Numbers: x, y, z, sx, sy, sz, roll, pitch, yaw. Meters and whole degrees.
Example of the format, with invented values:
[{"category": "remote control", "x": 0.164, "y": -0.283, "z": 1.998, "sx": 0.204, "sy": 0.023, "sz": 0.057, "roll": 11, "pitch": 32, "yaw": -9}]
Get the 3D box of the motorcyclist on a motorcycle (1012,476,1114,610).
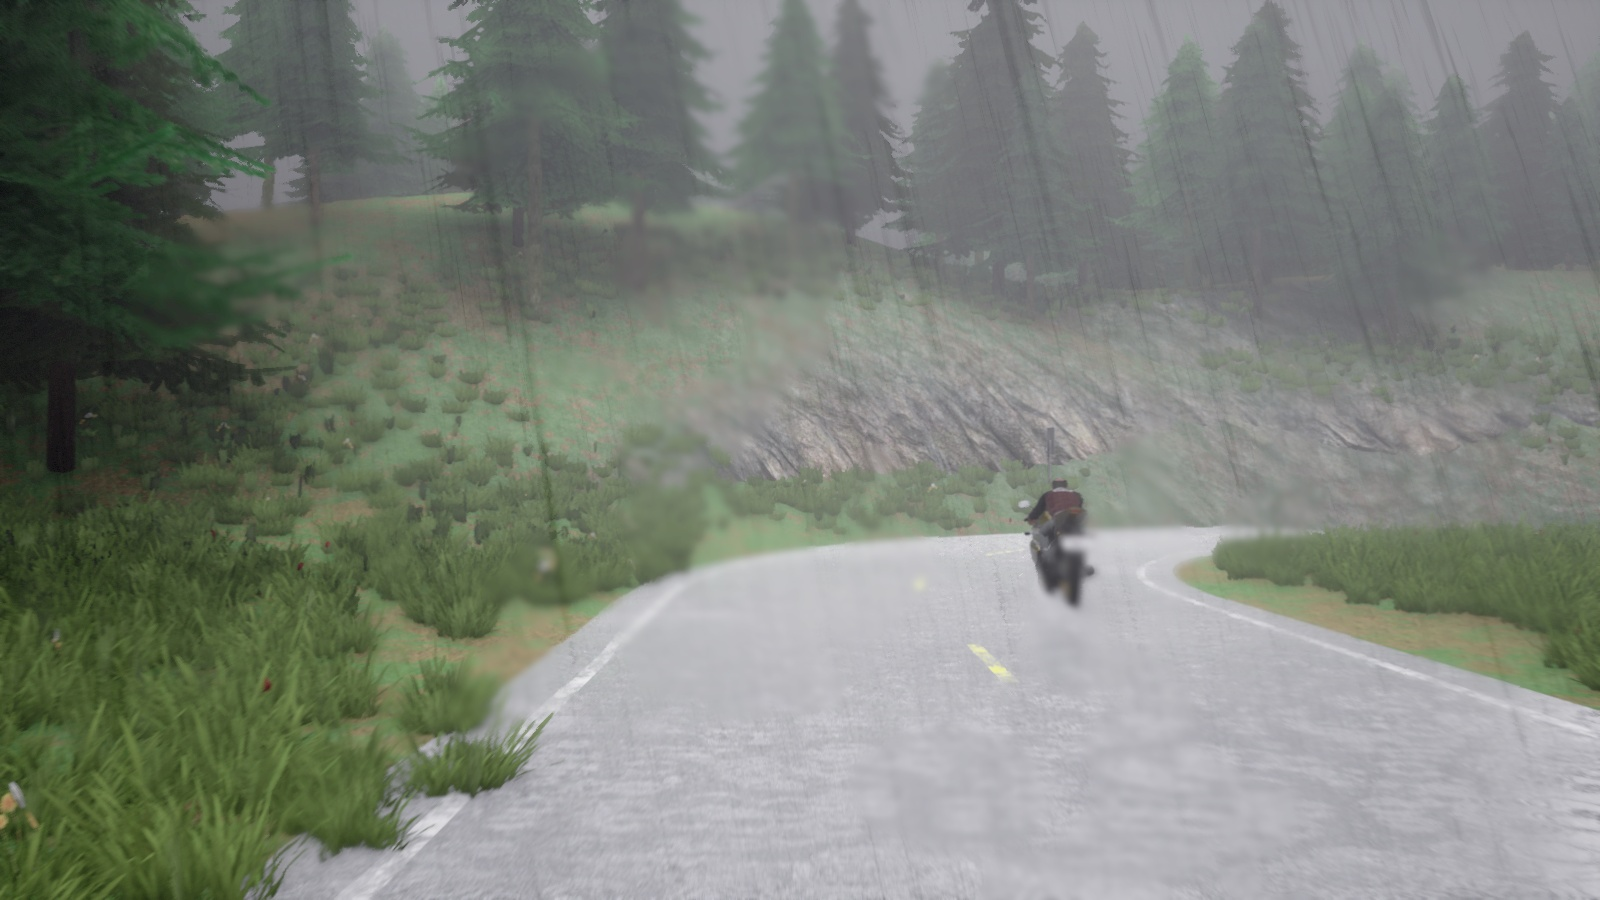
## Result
[{"category": "motorcyclist on a motorcycle", "x": 3.216, "y": 1.097, "z": 15.556, "sx": 0.866, "sy": 1.530, "sz": 2.191, "roll": 0, "pitch": -1, "yaw": 2}]
